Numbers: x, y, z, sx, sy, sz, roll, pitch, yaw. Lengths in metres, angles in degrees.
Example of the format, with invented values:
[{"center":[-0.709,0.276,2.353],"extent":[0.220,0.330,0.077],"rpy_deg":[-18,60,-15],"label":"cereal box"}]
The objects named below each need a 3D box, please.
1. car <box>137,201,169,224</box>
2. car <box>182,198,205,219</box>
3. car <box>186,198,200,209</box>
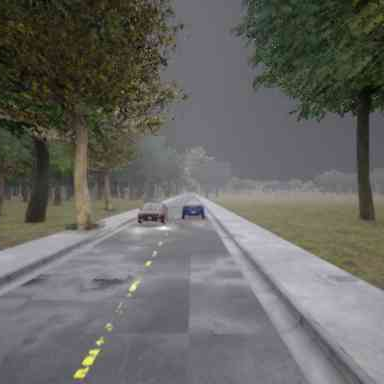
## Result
[{"center":[-2.774,1.457,24.563],"extent":[1.882,1.535,5.008],"rpy_deg":[0,0,1],"label":"car"},{"center":[0.115,1.455,29.344],"extent":[1.882,1.535,5.008],"rpy_deg":[0,0,0],"label":"car"},{"center":[0.129,1.496,44.565],"extent":[1.812,1.442,4.674],"rpy_deg":[0,0,0],"label":"car"}]
